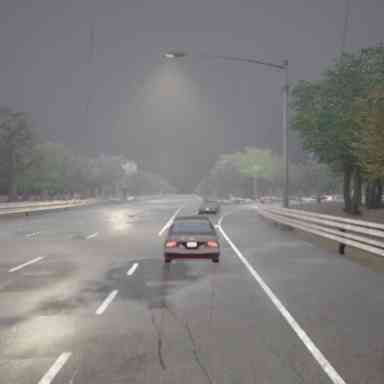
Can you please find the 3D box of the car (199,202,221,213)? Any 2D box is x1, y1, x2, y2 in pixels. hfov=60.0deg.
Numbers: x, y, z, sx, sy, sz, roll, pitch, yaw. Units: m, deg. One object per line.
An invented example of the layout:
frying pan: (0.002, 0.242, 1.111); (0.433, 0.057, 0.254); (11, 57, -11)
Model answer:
car: (1.960, 1.701, 35.482); (1.994, 1.385, 4.181); (0, 0, 12)

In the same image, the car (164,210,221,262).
car: (-0.001, 1.594, 12.244); (2.033, 1.411, 5.357); (0, 0, 0)

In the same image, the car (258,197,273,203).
car: (14.413, 1.759, 65.061); (1.812, 1.442, 4.674); (0, 0, 34)
